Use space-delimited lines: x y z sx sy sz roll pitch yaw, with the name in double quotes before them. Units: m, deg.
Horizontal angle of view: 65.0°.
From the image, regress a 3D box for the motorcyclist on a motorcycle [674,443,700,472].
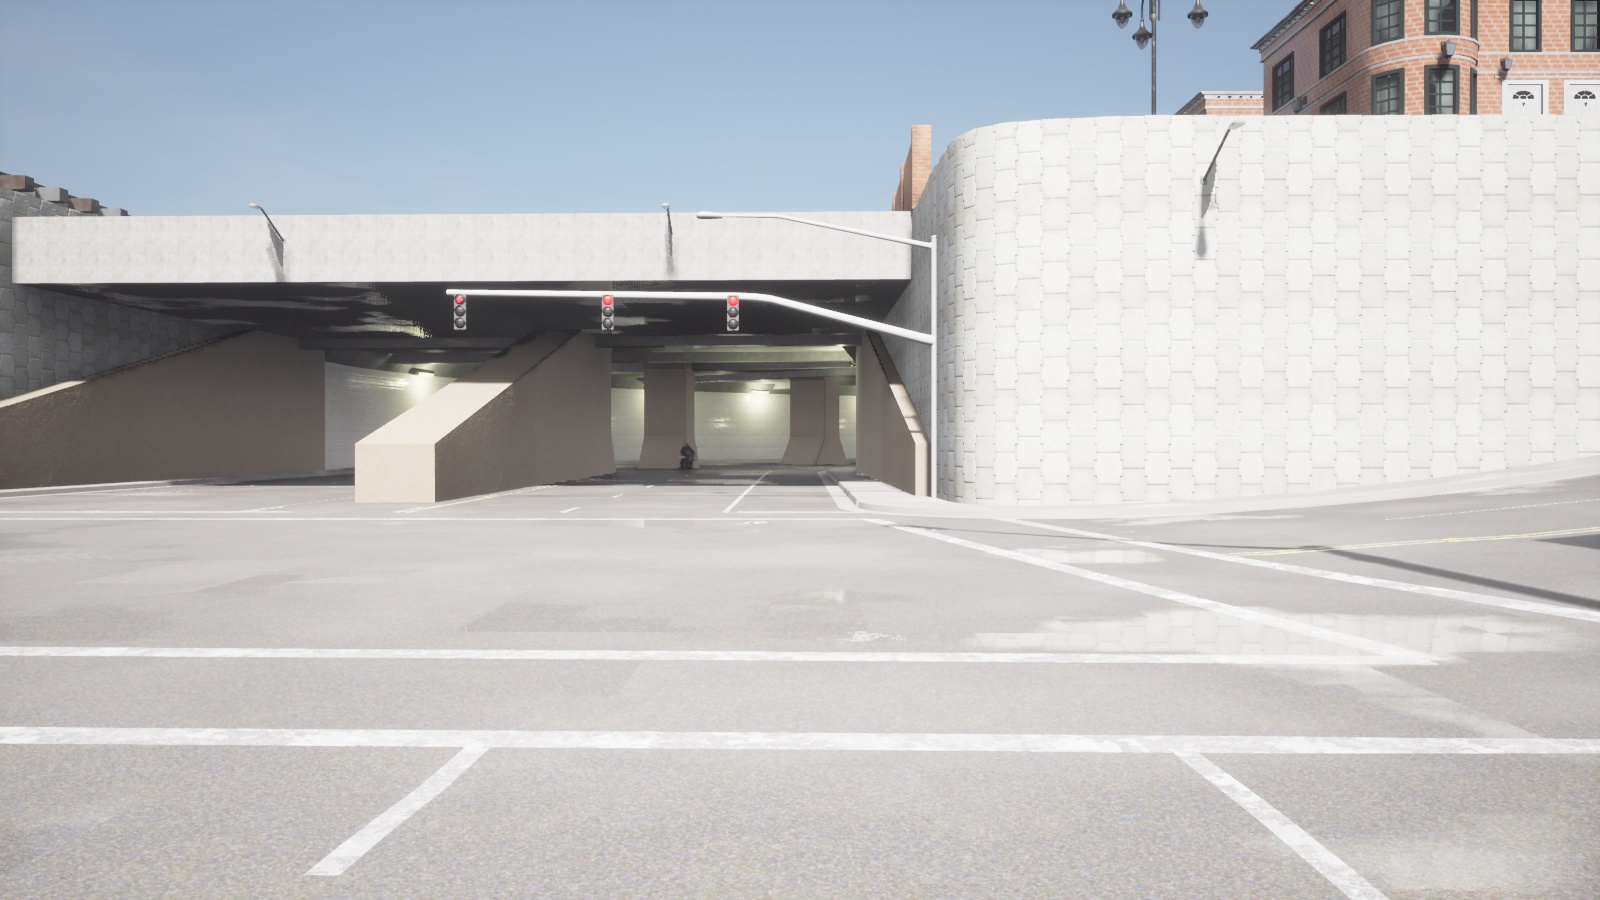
"motorcyclist on a motorcycle" -6.174 0.387 68.968 0.866 1.530 2.191 0 0 10
